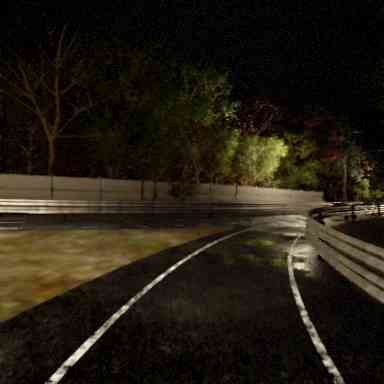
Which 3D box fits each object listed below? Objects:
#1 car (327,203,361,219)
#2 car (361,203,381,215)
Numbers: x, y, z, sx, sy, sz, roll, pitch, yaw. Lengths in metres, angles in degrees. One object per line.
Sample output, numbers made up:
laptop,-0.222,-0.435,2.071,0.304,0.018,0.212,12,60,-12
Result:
car,15.393,1.942,34.139,1.837,1.490,4.892,2,0,41
car,22.862,2.162,42.820,1.837,1.490,4.892,2,1,42
